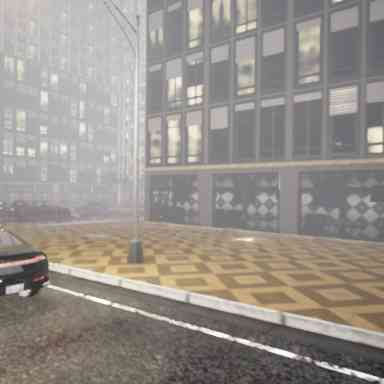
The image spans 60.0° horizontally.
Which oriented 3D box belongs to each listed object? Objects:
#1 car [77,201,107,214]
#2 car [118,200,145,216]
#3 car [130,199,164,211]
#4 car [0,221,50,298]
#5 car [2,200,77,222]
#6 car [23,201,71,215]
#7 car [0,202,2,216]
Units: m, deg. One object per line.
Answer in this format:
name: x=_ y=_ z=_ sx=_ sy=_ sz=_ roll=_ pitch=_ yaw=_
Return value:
car: x=-12.270 y=1.823 z=39.566 sx=1.812 sy=1.442 sz=4.674 roll=1 pitch=0 yaw=37
car: x=-6.251 y=1.917 z=37.979 sx=1.752 sy=1.417 sz=4.829 roll=0 pitch=0 yaw=36
car: x=-6.321 y=1.862 z=47.596 sx=1.882 sy=1.535 sz=5.008 roll=1 pitch=0 yaw=37
car: x=-5.123 y=1.514 z=7.336 sx=4.902 sy=1.511 sz=2.128 roll=0 pitch=0 yaw=35
car: x=-13.055 y=1.607 z=28.772 sx=2.192 sy=1.841 sz=5.009 roll=0 pitch=0 yaw=36
car: x=-16.546 y=1.757 z=38.149 sx=1.752 sy=1.417 sz=4.829 roll=0 pitch=0 yaw=36
car: x=-18.351 y=1.713 z=31.389 sx=1.837 sy=1.490 sz=4.892 roll=1 pitch=0 yaw=38
